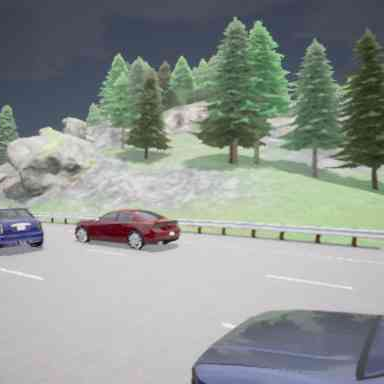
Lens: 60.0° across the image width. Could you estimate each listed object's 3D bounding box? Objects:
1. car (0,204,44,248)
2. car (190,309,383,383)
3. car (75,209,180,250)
[{"bbox_3d":[-8.040,1.332,13.255,4.553,1.767,2.097,0,0,32],"label":"car"},{"bbox_3d":[2.525,1.540,2.148,5.357,1.411,2.033,0,0,35],"label":"car"},{"bbox_3d":[-2.855,1.451,14.159,5.008,1.535,1.882,0,0,33],"label":"car"}]
